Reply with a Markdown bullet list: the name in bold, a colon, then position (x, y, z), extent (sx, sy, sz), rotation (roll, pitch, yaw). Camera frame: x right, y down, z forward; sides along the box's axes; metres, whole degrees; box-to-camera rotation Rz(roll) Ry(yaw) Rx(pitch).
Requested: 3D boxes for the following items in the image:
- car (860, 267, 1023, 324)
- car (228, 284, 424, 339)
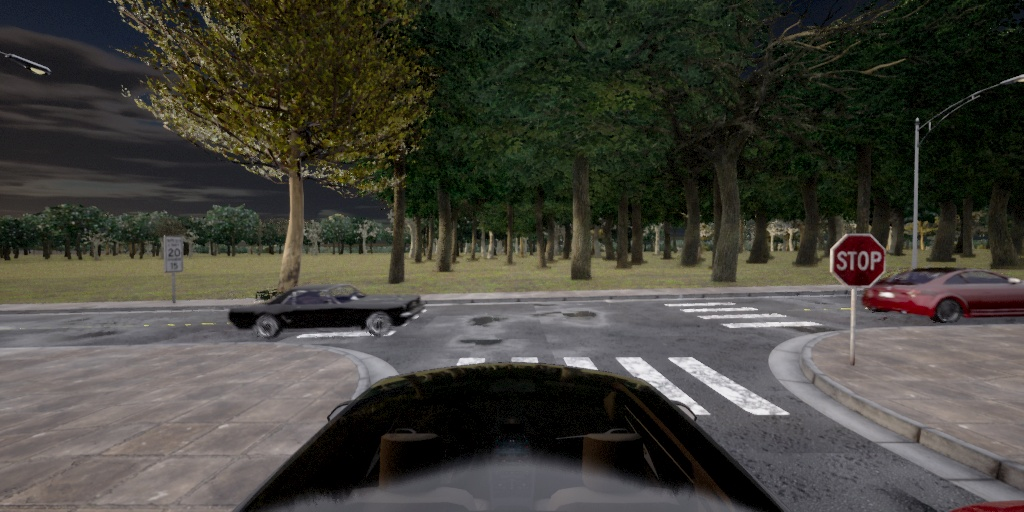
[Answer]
- **car**: position (12.537, 1.013, 10.073), extent (4.181, 1.385, 1.994), rotation (-1, 1, 0)
- **car**: position (-4.955, 1.455, 10.078), extent (4.718, 1.301, 1.895), rotation (-1, 1, 0)
